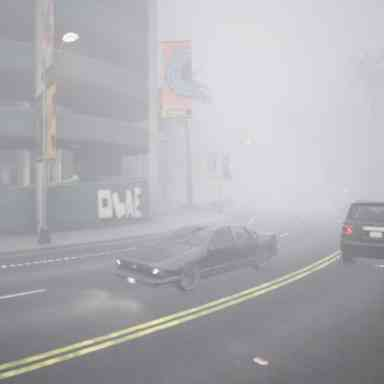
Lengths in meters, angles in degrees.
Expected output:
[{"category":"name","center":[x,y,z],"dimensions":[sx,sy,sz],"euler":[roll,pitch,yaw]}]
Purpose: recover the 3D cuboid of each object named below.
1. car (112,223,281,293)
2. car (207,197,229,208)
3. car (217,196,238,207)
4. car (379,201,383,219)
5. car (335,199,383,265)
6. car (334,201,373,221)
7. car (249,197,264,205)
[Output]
[{"category":"car","center":[0.487,1.608,9.413],"dimensions":[2.033,1.411,5.357],"euler":[-1,0,44]},{"category":"car","center":[3.981,1.933,54.347],"dimensions":[1.895,1.301,4.718],"euler":[0,0,-14]},{"category":"car","center":[6.592,1.838,58.385],"dimensions":[2.128,1.511,4.902],"euler":[0,-1,-14]},{"category":"car","center":[17.210,1.568,27.210],"dimensions":[1.882,1.535,5.008],"euler":[0,0,12]},{"category":"car","center":[6.632,1.262,11.177],"dimensions":[2.150,2.045,5.566],"euler":[0,0,37]},{"category":"car","center":[14.061,1.625,29.302],"dimensions":[1.837,1.490,4.892],"euler":[0,0,10]},{"category":"car","center":[13.764,1.873,71.335],"dimensions":[2.231,1.521,4.892],"euler":[0,0,-14]}]
